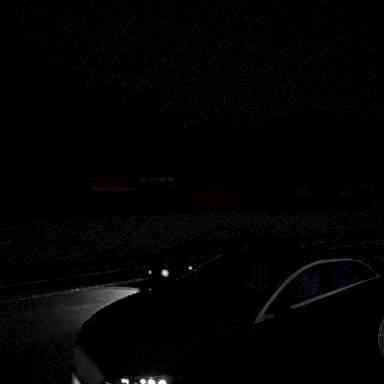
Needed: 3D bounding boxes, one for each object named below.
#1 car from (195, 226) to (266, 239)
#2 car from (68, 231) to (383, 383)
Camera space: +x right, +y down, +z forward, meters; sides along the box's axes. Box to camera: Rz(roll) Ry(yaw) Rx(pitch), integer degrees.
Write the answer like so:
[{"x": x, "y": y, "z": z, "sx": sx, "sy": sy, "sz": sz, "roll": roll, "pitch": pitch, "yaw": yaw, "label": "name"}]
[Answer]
[{"x": 1.039, "y": 1.591, "z": 8.407, "sx": 4.181, "sy": 1.385, "sz": 1.994, "roll": 0, "pitch": 0, "yaw": -35, "label": "car"}, {"x": 0.987, "y": 1.507, "z": 4.382, "sx": 4.902, "sy": 1.511, "sz": 2.128, "roll": 0, "pitch": 0, "yaw": -35, "label": "car"}]
